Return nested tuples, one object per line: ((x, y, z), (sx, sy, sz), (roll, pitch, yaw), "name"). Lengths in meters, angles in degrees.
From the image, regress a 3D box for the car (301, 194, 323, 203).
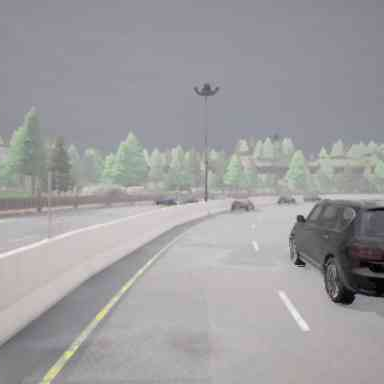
((22.833, 1.200, 63.318), (2.033, 1.411, 5.357), (0, 0, 42), "car")

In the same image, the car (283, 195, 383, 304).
((3.956, 1.179, 8.076), (2.150, 2.045, 5.566), (0, 0, 4), "car")

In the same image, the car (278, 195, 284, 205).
((15.174, 1.223, 53.020), (1.837, 1.490, 4.892), (0, 0, 33), "car")

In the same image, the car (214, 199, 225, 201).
((3.978, 1.267, 47.215), (1.812, 1.442, 4.674), (0, 1, 27), "car")

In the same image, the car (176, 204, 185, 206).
((-0.897, 1.239, 45.153), (2.128, 1.511, 4.902), (0, 0, 25), "car")

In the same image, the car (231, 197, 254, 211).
((5.601, 1.326, 36.875), (1.812, 1.442, 4.674), (0, 0, 22), "car")
